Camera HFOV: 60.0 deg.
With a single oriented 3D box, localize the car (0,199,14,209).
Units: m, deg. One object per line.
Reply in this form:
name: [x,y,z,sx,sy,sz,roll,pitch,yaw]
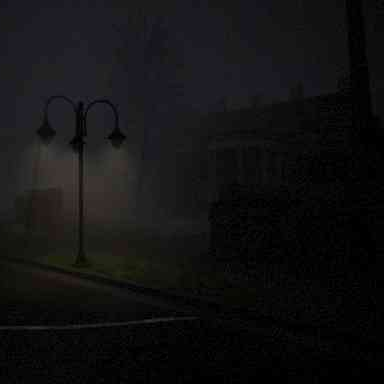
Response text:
car: [-24.808,1.599,42.927,1.895,1.301,4.718,0,0,7]
